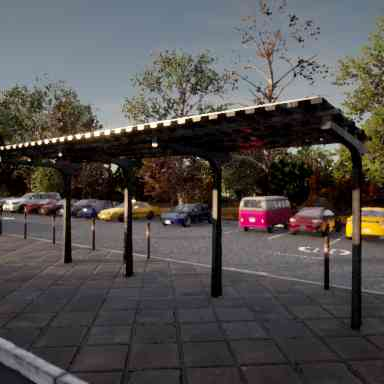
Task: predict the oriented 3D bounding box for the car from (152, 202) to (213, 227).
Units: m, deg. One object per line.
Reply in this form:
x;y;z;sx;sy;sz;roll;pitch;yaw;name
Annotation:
-0.131;1.473;22.712;2.163;1.488;4.792;0;0;35;car

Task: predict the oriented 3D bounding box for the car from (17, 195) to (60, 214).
-13.710;1.360;32.354;2.097;1.535;5.008;0;0;35;car

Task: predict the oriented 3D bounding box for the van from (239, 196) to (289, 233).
4.486;1.246;19.626;1.878;1.987;4.442;0;0;35;van

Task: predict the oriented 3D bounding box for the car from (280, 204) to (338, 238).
6.681;1.526;17.927;2.002;1.452;4.674;0;0;35;car

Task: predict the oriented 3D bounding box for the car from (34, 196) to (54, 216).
-11.443;1.374;30.752;2.097;1.535;5.008;0;0;35;car

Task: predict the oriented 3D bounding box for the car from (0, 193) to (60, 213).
-15.995;1.095;33.928;2.435;2.045;5.566;0;0;35;car

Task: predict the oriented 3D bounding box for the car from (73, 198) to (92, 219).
-6.897;1.431;27.567;2.163;1.488;4.792;0;0;35;car

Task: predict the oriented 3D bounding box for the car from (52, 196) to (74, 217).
-9.176;1.389;29.150;2.231;1.521;4.892;0;0;35;car

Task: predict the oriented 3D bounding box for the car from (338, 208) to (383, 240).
8.948;1.500;16.322;2.097;1.535;5.008;0;0;35;car

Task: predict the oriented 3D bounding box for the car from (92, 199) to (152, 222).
-4.755;1.413;25.789;1.946;1.575;5.366;0;0;35;car
